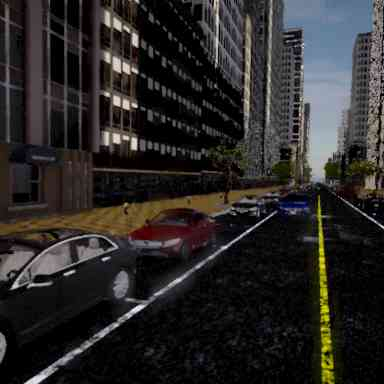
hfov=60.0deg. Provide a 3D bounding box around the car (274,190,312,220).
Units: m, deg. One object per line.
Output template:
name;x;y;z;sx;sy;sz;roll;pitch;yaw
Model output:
car;6.668;0.867;21.366;1.812;1.442;4.674;2;2;21

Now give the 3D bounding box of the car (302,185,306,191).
car;21.816;-0.515;68.742;1.947;1.339;4.313;1;2;21

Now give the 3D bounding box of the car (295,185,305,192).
car;25.859;-0.838;79.361;2.008;1.369;4.403;1;2;21

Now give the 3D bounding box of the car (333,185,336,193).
car;29.649;-0.374;65.764;1.967;1.590;4.097;1;2;21

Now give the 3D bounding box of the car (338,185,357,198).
car;23.585;-0.039;49.831;2.192;1.841;5.009;1;2;21

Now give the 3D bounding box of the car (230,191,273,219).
car;3.623;0.846;20.953;2.008;1.369;4.403;1;2;21

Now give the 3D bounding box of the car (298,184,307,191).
car;29.904;-1.256;89.977;1.967;1.590;4.097;1;2;21

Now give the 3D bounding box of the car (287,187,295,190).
car;11.709;0.266;42.193;1.802;1.307;4.206;1;2;21

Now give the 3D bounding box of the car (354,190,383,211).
car;15.497;0.808;28.599;2.008;1.369;4.403;1;2;21

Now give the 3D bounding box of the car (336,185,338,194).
car;25.607;-0.192;55.141;2.192;1.841;5.009;1;2;21

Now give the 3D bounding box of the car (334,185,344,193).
car;33.691;-0.681;76.384;1.967;1.590;4.097;1;2;21

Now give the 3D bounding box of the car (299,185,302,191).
car;17.714;-0.245;57.962;1.752;1.417;4.829;1;2;21

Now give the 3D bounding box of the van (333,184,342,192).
van;35.713;-0.934;81.690;1.690;1.788;3.998;1;2;21

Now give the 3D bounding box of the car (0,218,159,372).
car;-2.441;1.303;5.024;2.008;1.369;4.403;1;2;21

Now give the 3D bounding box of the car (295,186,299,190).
car;13.732;-0.029;47.498;1.967;1.590;4.097;1;2;21

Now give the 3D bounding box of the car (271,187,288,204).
car;7.666;0.540;31.572;2.008;1.369;4.403;1;2;21

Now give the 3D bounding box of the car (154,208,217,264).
car;-0.420;1.182;10.334;1.802;1.307;4.206;1;2;21

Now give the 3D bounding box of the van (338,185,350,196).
van;27.628;-0.319;60.451;1.690;1.788;3.998;1;2;21
